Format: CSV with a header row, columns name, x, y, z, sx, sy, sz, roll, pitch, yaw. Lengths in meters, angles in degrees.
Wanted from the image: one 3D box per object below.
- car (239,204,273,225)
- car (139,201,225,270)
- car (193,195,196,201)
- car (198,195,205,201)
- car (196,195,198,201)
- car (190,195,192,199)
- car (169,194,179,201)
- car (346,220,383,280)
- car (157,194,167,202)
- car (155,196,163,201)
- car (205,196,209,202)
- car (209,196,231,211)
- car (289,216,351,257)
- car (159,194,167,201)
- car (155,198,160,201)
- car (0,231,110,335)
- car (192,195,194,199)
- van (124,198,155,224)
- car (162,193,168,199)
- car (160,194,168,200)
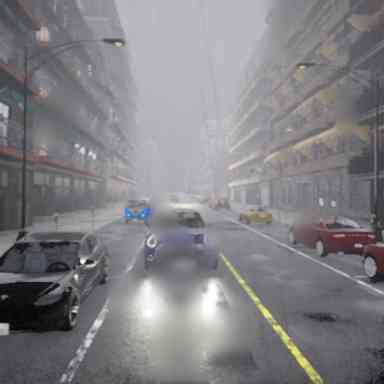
name,x,y,z,sx,sy,sz,roll,pitch,yaw
car,4.548,1.549,24.386,1.752,1.417,4.829,1,0,-3
car,-0.393,1.343,10.983,2.097,1.767,4.553,0,0,-3
car,1.961,1.499,69.508,2.008,1.369,4.403,1,0,-3
car,2.613,1.410,58.184,1.967,1.590,4.097,1,0,-3
car,2.286,1.504,63.847,1.887,1.381,4.507,1,0,-3
car,1.312,1.470,80.830,1.887,1.381,4.507,1,0,-3
car,-3.572,1.258,66.439,2.097,1.767,4.553,0,0,-3
car,5.531,1.587,7.231,1.887,1.381,4.507,1,0,-3
car,-6.731,1.306,74.755,1.967,1.590,4.097,1,0,-3
car,-4.461,1.488,35.121,2.008,1.369,4.403,1,0,-3
car,3.260,1.571,46.864,1.802,1.307,4.206,1,0,-3
car,3.586,1.439,41.201,1.967,1.590,4.097,1,0,-3
car,5.207,1.581,12.893,1.887,1.381,4.507,1,0,-3
car,-5.760,1.465,57.770,1.947,1.339,4.313,1,0,-3
car,-4.137,1.490,29.458,1.887,1.381,4.507,1,0,-3
car,-2.838,1.538,6.811,1.947,1.339,4.313,1,0,-3
car,1.637,1.488,75.169,2.008,1.369,4.403,1,0,-3
van,-3.807,1.294,23.797,1.690,1.788,3.998,1,0,-3
car,-6.074,1.414,63.262,1.752,1.417,4.829,1,0,-3
car,-7.707,1.381,91.740,2.008,1.369,4.403,1,0,-3
